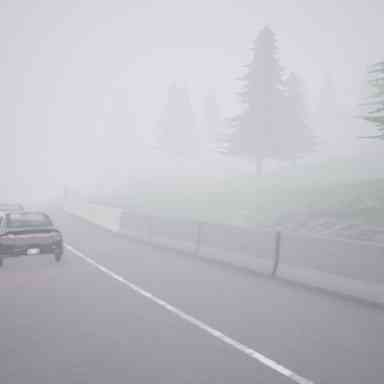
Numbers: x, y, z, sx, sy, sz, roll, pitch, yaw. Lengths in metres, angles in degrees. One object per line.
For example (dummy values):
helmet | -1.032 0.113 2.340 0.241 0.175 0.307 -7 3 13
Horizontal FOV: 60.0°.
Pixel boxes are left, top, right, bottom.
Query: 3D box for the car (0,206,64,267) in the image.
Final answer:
car | -5.699 1.425 11.323 2.128 1.511 4.902 0 0 -32

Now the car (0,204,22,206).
car | -12.408 1.460 22.673 1.895 1.301 4.718 0 0 -28
